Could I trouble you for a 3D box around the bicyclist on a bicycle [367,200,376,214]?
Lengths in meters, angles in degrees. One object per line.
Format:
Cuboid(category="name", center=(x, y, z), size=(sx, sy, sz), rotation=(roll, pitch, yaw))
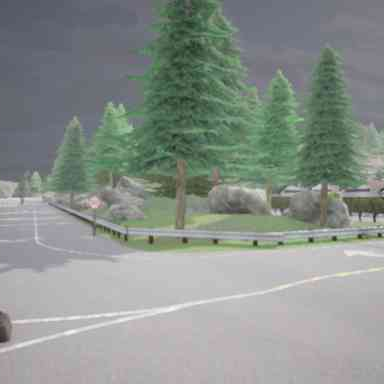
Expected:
Cuboid(category="bicyclist on a bicycle", center=(21.167, 1.778, 39.257), size=(1.656, 1.620, 0.582), rotation=(0, -1, -25))
